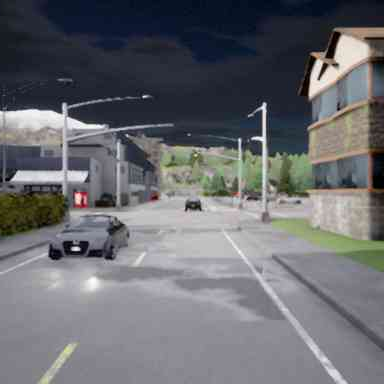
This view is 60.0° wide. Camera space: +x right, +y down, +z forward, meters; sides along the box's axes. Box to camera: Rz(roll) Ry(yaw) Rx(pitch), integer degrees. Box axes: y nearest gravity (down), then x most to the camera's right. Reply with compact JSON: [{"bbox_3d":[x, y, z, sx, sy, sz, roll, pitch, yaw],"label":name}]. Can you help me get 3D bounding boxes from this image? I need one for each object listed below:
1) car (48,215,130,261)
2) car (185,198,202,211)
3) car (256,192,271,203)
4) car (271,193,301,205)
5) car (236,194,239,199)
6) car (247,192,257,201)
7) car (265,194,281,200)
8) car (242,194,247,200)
[{"bbox_3d":[-3.534,1.542,12.120,1.994,1.385,4.181,0,0,0],"label":"car"},{"bbox_3d":[0.160,1.414,39.910,1.882,1.535,5.008,0,0,0],"label":"car"},{"bbox_3d":[14.258,1.072,57.236,5.027,1.636,2.152,0,0,0],"label":"car"},{"bbox_3d":[14.572,1.162,50.819,3.806,1.475,1.970,0,0,0],"label":"car"},{"bbox_3d":[14.036,1.232,91.521,3.633,1.501,1.845,0,0,0],"label":"car"},{"bbox_3d":[14.278,0.973,70.031,3.866,1.878,1.905,0,0,0],"label":"car"},{"bbox_3d":[21.452,1.250,88.529,3.806,1.475,1.970,0,0,0],"label":"car"},{"bbox_3d":[13.870,0.988,72.937,4.605,1.855,1.932,0,0,0],"label":"car"}]
